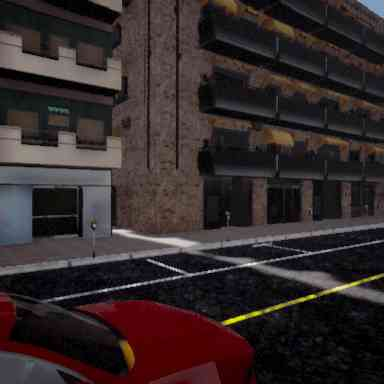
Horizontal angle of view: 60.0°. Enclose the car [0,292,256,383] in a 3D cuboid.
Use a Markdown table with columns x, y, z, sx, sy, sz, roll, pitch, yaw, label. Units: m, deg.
| x | y | z | sx | sy | sz | roll | pitch | yaw | label |
| --- | --- | --- | --- | --- | --- | --- | --- | --- | --- |
| -1.705 | 1.471 | 2.217 | 5.008 | 1.535 | 1.882 | 0 | 0 | -36 | car |
